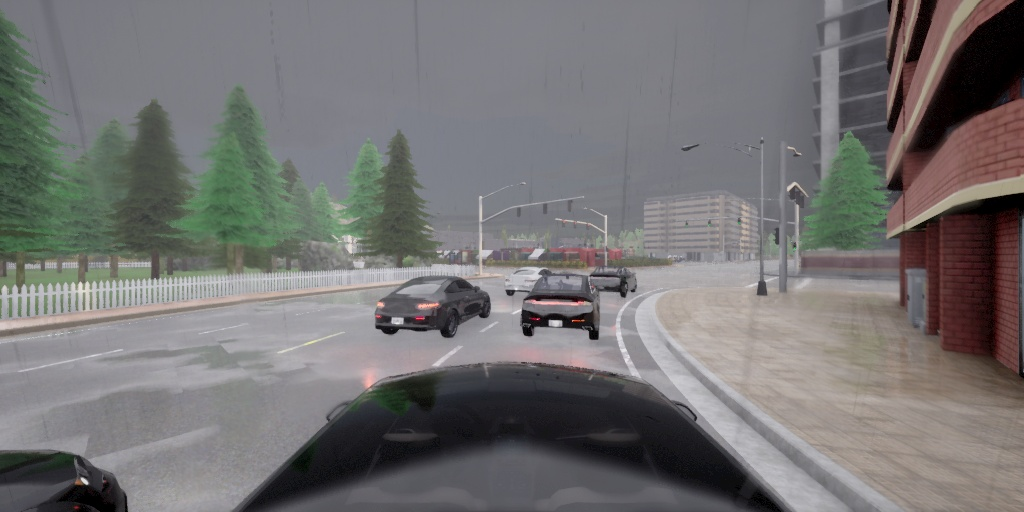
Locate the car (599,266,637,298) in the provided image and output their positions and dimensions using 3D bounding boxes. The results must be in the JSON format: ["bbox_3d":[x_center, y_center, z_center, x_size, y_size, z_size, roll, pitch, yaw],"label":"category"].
[{"bbox_3d":[5.287,1.242,18.725,2.128,1.511,4.902,0,0,28],"label":"car"}]

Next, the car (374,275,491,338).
[{"bbox_3d":[-2.017,1.276,10.215,1.812,1.442,4.674,0,0,13],"label":"car"}]

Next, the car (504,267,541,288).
[{"bbox_3d":[1.209,1.276,18.724,1.812,1.442,4.674,0,0,26],"label":"car"}]

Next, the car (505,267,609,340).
[{"bbox_3d":[1.530,1.242,10.094,2.128,1.511,4.902,0,0,14],"label":"car"}]

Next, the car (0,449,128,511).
[{"bbox_3d":[-3.170,1.314,0.306,1.994,1.385,4.181,0,0,-3],"label":"car"}]
